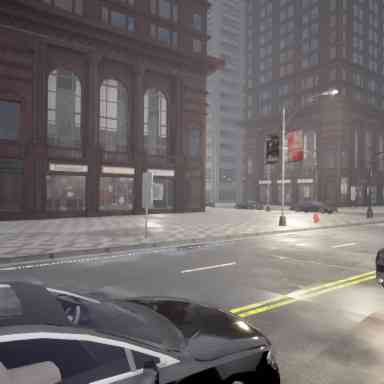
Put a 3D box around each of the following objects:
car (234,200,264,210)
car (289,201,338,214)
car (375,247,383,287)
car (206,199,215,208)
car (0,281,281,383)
[{"bbox_3d":[7.709,1.787,45.283,1.994,1.385,4.181,1,-1,-35],"label":"car"},{"bbox_3d":[13.467,1.725,37.183,2.033,1.411,5.357,1,-1,-35],"label":"car"},{"bbox_3d":[6.218,1.516,7.868,4.892,1.490,1.837,0,0,-35],"label":"car"},{"bbox_3d":[1.678,1.748,53.774,1.882,1.535,5.008,1,-1,-35],"label":"car"},{"bbox_3d":[-1.396,1.492,2.444,4.902,1.511,2.128,0,0,-36],"label":"car"}]
